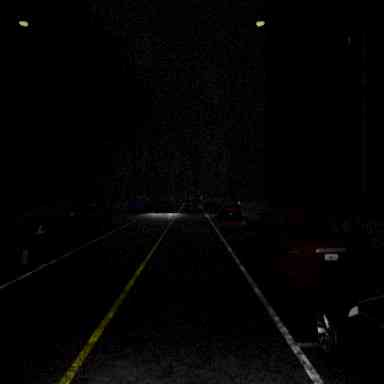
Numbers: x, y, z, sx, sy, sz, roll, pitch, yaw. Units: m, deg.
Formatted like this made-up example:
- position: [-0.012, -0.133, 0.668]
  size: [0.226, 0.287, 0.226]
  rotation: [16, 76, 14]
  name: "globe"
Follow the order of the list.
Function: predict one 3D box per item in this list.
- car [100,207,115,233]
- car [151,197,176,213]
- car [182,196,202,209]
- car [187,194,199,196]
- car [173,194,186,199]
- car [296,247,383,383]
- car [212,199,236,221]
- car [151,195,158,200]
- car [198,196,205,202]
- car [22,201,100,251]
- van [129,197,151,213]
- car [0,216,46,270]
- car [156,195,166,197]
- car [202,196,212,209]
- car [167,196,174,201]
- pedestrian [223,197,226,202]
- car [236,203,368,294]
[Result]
- position: [-5.878, 1.592, 20.014]
  size: [1.947, 1.339, 4.313]
  rotation: [0, 0, 0]
  name: "car"
- position: [-3.133, 1.578, 37.908]
  size: [1.837, 1.490, 4.892]
  rotation: [0, -1, 0]
  name: "car"
- position: [-0.016, 1.649, 46.900]
  size: [2.033, 1.411, 5.357]
  rotation: [0, 0, 0]
  name: "car"
- position: [-0.067, 1.687, 63.959]
  size: [1.812, 1.442, 4.674]
  rotation: [0, 0, 0]
  name: "car"
- position: [-3.084, 1.374, 79.659]
  size: [2.097, 1.767, 4.553]
  rotation: [0, 0, 0]
  name: "car"
- position: [2.665, 1.570, 3.095]
  size: [1.947, 1.339, 4.313]
  rotation: [0, 0, 0]
  name: "car"
- position: [2.971, 1.519, 27.777]
  size: [1.882, 1.535, 5.008]
  rotation: [0, 0, 0]
  name: "car"
- position: [-5.903, 1.527, 42.571]
  size: [1.967, 1.590, 4.097]
  rotation: [0, 0, 0]
  name: "car"
- position: [2.574, 1.804, 87.886]
  size: [1.752, 1.417, 4.829]
  rotation: [0, -1, 1]
  name: "car"
- position: [-5.872, 1.334, 14.374]
  size: [2.192, 1.841, 5.009]
  rotation: [0, 0, 0]
  name: "car"
- position: [-5.897, 1.409, 36.931]
  size: [1.690, 1.788, 3.998]
  rotation: [0, 0, 0]
  name: "van"
- position: [-5.866, 1.556, 8.734]
  size: [1.887, 1.381, 4.507]
  rotation: [0, 0, 0]
  name: "car"
- position: [-5.915, 1.440, 53.851]
  size: [2.192, 1.841, 5.009]
  rotation: [0, 0, 0]
  name: "car"
- position: [2.616, 1.651, 48.206]
  size: [1.887, 1.381, 4.507]
  rotation: [0, 0, 0]
  name: "car"
- position: [-5.965, 1.833, 93.122]
  size: [1.752, 1.417, 4.829]
  rotation: [0, -1, 1]
  name: "car"
- position: [2.967, 1.341, 30.781]
  size: [0.375, 1.860, 0.375]
  rotation: [0, 0, -15]
  name: "pedestrian"
- position: [2.660, 1.327, 8.735]
  size: [2.192, 1.841, 5.009]
  rotation: [0, 0, 0]
  name: "car"
